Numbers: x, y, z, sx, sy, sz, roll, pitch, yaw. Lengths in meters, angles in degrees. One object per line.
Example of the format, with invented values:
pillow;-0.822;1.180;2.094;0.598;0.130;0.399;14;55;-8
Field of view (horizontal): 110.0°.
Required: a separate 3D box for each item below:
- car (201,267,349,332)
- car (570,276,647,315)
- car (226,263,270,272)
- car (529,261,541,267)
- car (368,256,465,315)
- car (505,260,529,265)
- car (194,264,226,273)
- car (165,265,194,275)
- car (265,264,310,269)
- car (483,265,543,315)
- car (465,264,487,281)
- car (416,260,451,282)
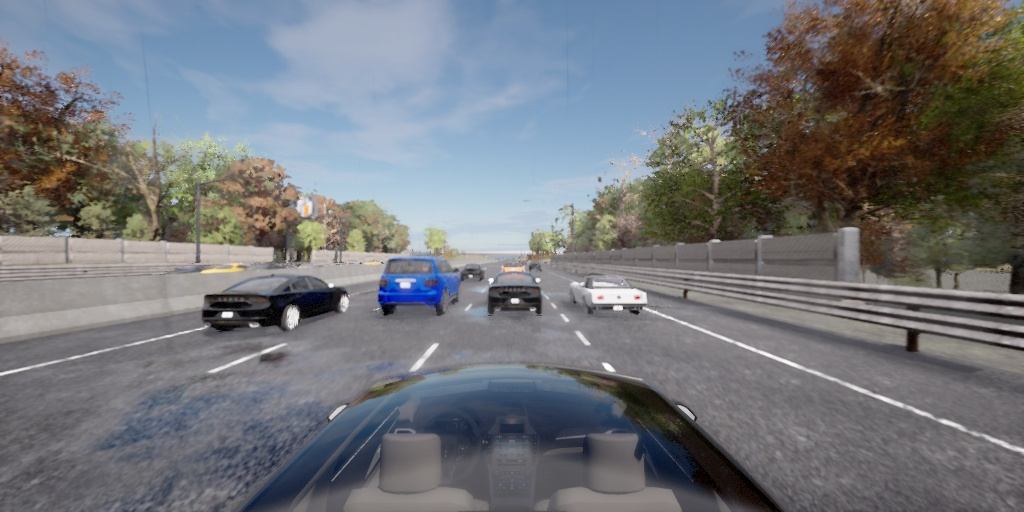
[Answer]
car;-6.897;1.285;11.164;1.882;1.535;5.008;0;0;0
car;3.496;1.420;13.996;1.895;1.301;4.718;0;0;0
car;-21.090;1.404;30.377;1.882;1.535;5.008;0;0;0
car;3.509;1.588;56.607;1.837;1.490;4.892;0;0;0
car;-3.398;1.046;14.121;2.150;2.045;5.566;0;0;0
car;0.106;1.286;31.767;2.097;1.767;4.553;0;0;0
car;-24.588;1.411;31.509;1.882;1.535;5.008;0;0;0
car;-28.086;1.498;31.624;1.994;1.385;4.181;0;0;0
car;-17.593;1.522;29.579;1.895;1.301;4.718;0;0;0
car;0.102;1.301;13.930;1.882;1.535;5.008;0;0;0
car;-3.394;1.440;32.054;1.837;1.490;4.892;0;0;0
car;-6.895;1.286;31.800;2.097;1.767;4.553;0;0;0
